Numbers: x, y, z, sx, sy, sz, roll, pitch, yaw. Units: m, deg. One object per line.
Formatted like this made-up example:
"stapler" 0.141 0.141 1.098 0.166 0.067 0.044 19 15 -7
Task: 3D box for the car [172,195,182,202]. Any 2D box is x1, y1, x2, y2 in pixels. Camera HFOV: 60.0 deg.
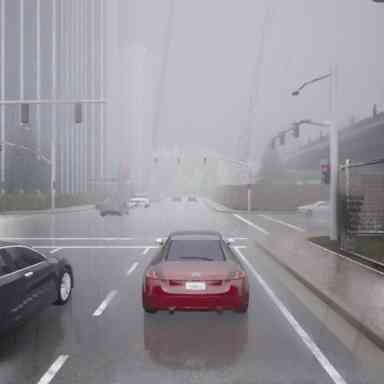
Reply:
"car" -3.492 1.495 74.245 1.837 1.490 4.892 0 0 0

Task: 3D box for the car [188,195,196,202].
"car" 0.016 1.478 74.791 1.882 1.535 5.008 0 0 0

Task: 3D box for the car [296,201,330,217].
"car" 12.370 1.581 31.754 4.674 1.442 1.812 0 0 -3

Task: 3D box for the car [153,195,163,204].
"car" -7.050 1.507 62.715 1.837 1.490 4.892 0 -1 0

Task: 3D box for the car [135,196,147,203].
"car" -10.493 1.500 68.881 1.837 1.490 4.892 0 0 0

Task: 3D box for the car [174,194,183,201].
"car" -3.491 1.386 84.669 2.128 1.511 4.902 0 0 0

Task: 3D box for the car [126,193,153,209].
"car" -7.093 1.220 45.794 2.150 2.045 5.566 0 0 0

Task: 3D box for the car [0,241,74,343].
"car" -3.441 1.505 5.198 1.837 1.490 4.892 0 0 0

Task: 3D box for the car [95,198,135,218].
"car" -7.098 1.580 31.159 2.033 1.411 5.357 0 0 0

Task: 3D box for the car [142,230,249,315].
"car" 0.073 1.564 7.654 1.994 1.385 4.181 0 0 0

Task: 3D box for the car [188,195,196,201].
"car" 0.009 1.478 85.198 1.882 1.535 5.008 0 0 0

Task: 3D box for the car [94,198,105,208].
"car" -10.689 1.504 41.703 1.837 1.490 4.892 0 0 3

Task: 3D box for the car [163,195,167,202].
"car" -6.992 1.487 77.664 1.812 1.442 4.674 0 0 0
